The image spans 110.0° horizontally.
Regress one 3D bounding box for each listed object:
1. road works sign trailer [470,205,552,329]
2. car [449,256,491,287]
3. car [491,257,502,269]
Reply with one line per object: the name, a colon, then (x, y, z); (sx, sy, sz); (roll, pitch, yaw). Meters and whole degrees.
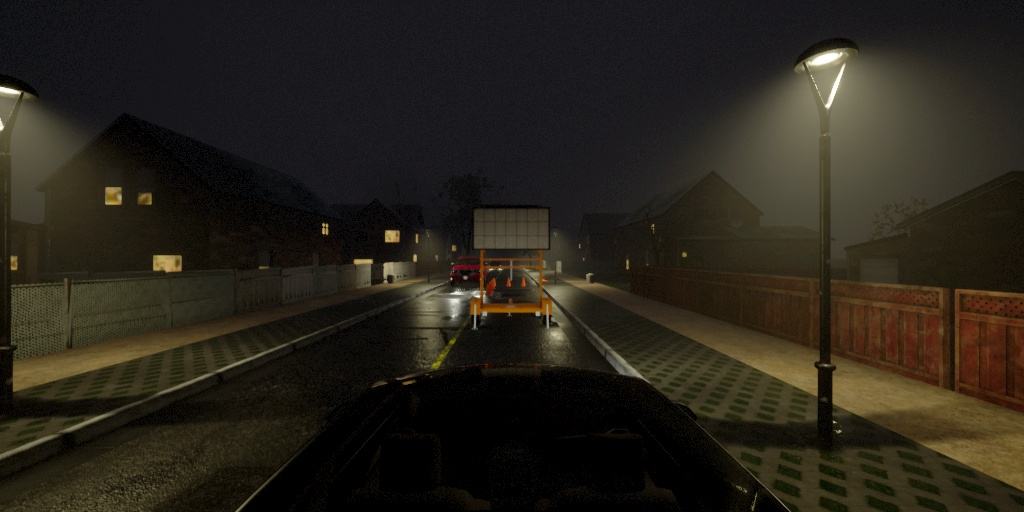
road works sign trailer: (-0.021, 0.221, 11.198); (2.380, 3.560, 2.880); (0, 0, 0)
car: (-2.905, 1.018, 25.017); (2.150, 2.045, 5.566); (0, 0, 0)
car: (-2.949, 1.256, 65.305); (2.150, 2.045, 5.566); (0, 0, 0)
